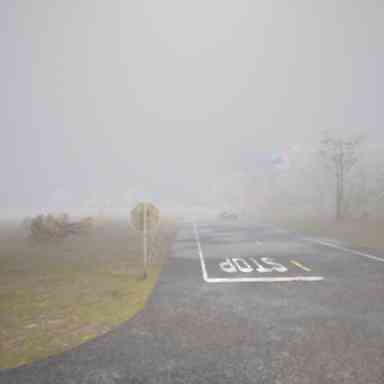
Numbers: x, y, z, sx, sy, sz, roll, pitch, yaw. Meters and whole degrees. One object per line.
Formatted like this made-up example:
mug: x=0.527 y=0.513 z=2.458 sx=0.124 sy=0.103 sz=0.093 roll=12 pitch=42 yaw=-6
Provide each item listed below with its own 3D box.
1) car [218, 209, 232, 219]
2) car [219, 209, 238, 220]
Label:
car: x=5.538 y=3.669 z=56.068 sx=1.812 sy=1.442 sz=4.674 roll=-1 pitch=-2 yaw=0
car: x=5.594 y=3.472 z=49.219 sx=1.895 sy=1.301 sz=4.718 roll=-1 pitch=-2 yaw=0
